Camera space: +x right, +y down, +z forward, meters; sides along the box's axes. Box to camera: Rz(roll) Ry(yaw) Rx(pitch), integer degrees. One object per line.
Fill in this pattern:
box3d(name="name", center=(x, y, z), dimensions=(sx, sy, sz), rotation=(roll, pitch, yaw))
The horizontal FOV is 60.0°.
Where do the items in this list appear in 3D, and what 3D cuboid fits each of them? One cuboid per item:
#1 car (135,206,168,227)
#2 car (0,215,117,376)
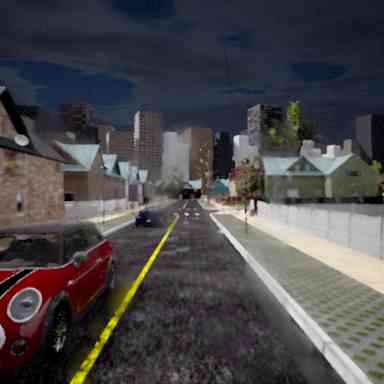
box3d(name="car", center=(-2.796, 1.700, 23.627), dimensions=(1.994, 1.385, 4.181), rotation=(0, 0, 1))
box3d(name="car", center=(-2.821, 1.386, 5.952), dimensions=(2.097, 1.767, 4.553), rotation=(0, 0, 0))
